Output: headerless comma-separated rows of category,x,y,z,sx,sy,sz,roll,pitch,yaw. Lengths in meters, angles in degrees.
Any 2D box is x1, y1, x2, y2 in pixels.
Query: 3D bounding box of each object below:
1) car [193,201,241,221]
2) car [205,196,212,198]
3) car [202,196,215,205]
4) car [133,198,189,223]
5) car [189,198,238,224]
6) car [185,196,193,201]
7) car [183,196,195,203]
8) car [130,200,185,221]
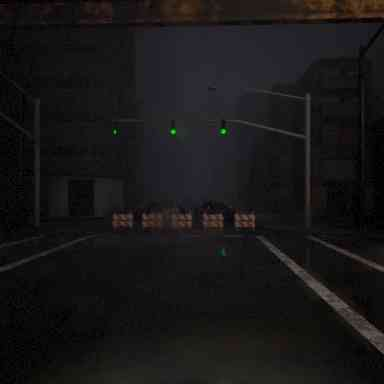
car,1.682,1.295,24.139,1.853,1.218,4.536,0,0,-18
car,2.540,1.452,50.675,2.038,1.542,4.974,0,0,2
car,2.542,1.295,50.727,1.853,1.218,4.536,0,0,2
car,-2.444,1.453,24.586,2.038,1.542,4.974,0,0,27
car,1.698,1.453,24.090,2.038,1.542,4.974,0,0,-18
car,-0.500,1.452,59.345,2.038,1.542,4.974,0,0,2
car,-0.498,1.295,59.396,1.853,1.218,4.536,0,0,2
car,-2.420,1.295,24.632,1.853,1.218,4.536,0,0,27
